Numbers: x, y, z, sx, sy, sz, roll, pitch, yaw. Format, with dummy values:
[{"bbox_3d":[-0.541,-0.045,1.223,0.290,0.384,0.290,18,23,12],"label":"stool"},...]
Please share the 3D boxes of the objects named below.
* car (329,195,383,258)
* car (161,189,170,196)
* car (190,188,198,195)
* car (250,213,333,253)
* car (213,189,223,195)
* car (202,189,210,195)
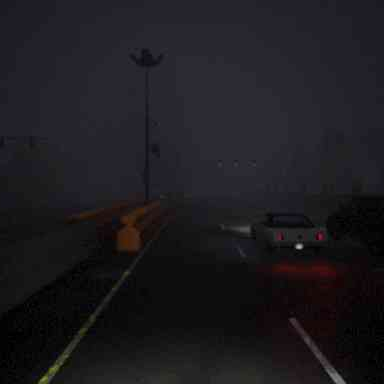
[{"bbox_3d":[7.019,1.099,12.399,2.150,2.045,5.566,0,1,1],"label":"car"},{"bbox_3d":[-6.598,0.037,83.626,2.097,1.767,4.553,0,1,0],"label":"car"},{"bbox_3d":[0.444,0.141,91.279,1.895,1.301,4.718,0,1,0],"label":"car"},{"bbox_3d":[3.529,1.464,13.093,1.895,1.301,4.718,0,1,1],"label":"car"},{"bbox_3d":[7.441,0.031,90.792,1.882,1.535,5.008,0,1,0],"label":"car"},{"bbox_3d":[3.941,0.030,90.811,1.882,1.535,5.008,0,1,0],"label":"car"}]
